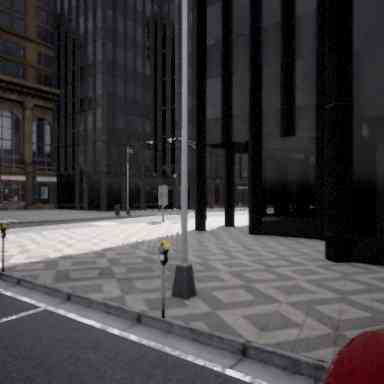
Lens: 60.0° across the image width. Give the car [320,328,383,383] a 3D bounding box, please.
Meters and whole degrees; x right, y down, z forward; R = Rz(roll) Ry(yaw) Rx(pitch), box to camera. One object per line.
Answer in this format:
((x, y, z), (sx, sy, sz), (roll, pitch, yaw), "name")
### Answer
((2.887, 1.314, 0.899), (5.009, 1.841, 2.192), (0, 0, 35), "car")
